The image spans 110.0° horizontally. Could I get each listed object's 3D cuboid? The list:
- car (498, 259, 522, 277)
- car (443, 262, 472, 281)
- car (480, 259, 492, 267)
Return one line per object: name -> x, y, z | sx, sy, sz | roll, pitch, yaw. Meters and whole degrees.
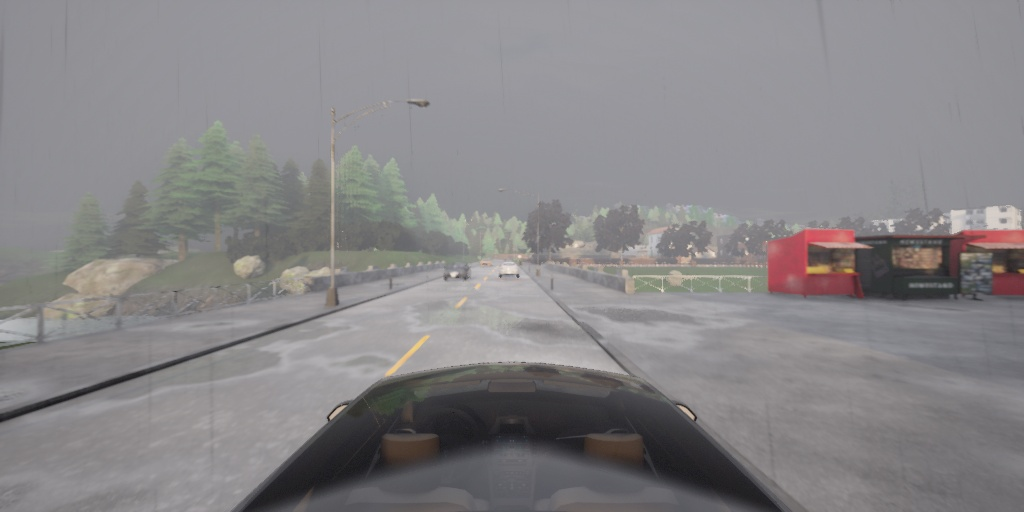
car -> -0.275, 1.274, 34.845 | 1.812, 1.442, 4.674 | 0, 0, -1
car -> -4.412, 1.230, 29.500 | 2.128, 1.511, 4.902 | 0, 0, -1
car -> -4.708, 1.208, 65.041 | 1.882, 1.535, 5.008 | 0, 1, 0
